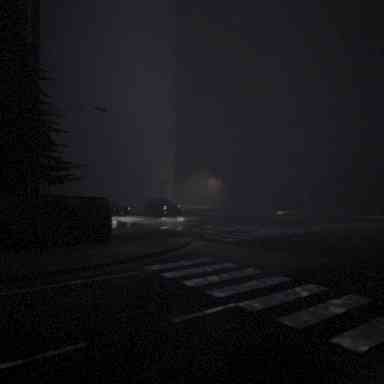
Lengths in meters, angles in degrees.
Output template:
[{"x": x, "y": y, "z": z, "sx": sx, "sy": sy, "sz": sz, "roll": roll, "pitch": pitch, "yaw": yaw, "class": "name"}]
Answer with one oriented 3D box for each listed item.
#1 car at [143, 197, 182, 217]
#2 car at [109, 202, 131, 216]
[{"x": -2.917, "y": 1.400, "z": 32.017, "sx": 2.097, "sy": 1.767, "sz": 4.553, "roll": 0, "pitch": 0, "yaw": -35, "class": "car"}, {"x": -7.800, "y": 1.651, "z": 32.836, "sx": 1.895, "sy": 1.301, "sz": 4.718, "roll": 0, "pitch": 0, "yaw": -35, "class": "car"}]
